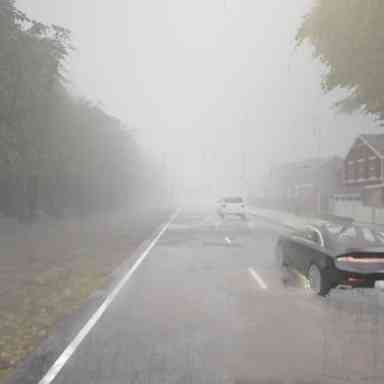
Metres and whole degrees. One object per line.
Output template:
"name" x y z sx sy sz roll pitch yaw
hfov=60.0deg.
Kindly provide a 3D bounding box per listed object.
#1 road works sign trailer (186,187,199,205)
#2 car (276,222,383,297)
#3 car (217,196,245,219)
"road works sign trailer" -0.009 0.774 66.992 2.380 3.560 2.880 0 0 0
"car" 3.597 1.537 8.698 2.128 1.511 4.902 0 0 0
"car" 3.594 1.379 31.042 2.150 2.045 5.566 0 0 0
